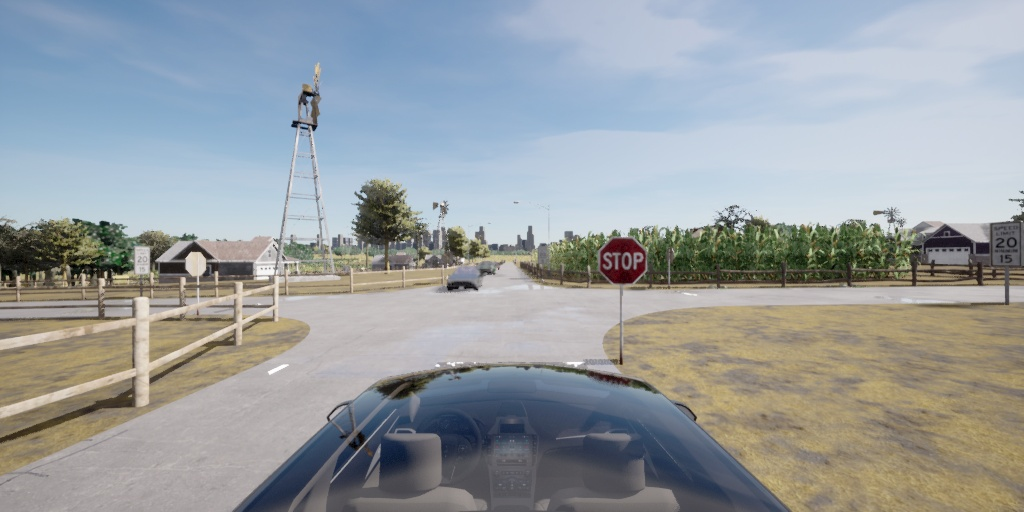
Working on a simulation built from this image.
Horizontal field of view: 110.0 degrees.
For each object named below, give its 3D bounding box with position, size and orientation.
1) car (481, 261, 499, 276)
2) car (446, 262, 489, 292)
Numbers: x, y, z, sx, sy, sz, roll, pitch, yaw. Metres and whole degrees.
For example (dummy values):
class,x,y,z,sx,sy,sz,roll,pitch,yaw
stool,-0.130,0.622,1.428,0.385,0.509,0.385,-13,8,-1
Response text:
class,x,y,z,sx,sy,sz,roll,pitch,yaw
car,-2.893,1.320,41.181,2.097,1.767,4.553,0,-1,0
car,-2.827,1.367,22.579,2.033,1.411,5.357,0,1,0
